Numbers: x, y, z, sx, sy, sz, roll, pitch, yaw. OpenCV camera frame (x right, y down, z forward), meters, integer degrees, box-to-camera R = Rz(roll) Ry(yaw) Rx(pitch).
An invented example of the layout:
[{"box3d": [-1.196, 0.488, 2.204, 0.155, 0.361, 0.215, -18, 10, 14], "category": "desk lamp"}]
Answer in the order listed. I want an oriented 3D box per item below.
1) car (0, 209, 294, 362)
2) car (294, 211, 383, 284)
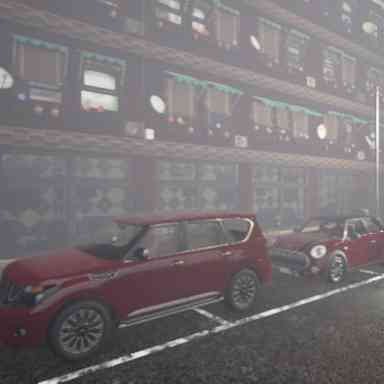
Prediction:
[{"box3d": [-0.686, 1.297, 6.066, 5.009, 1.841, 2.192, 0, 0, -35], "category": "car"}, {"box3d": [3.903, 1.387, 9.338, 4.097, 1.590, 1.967, 0, 0, -35], "category": "car"}]
